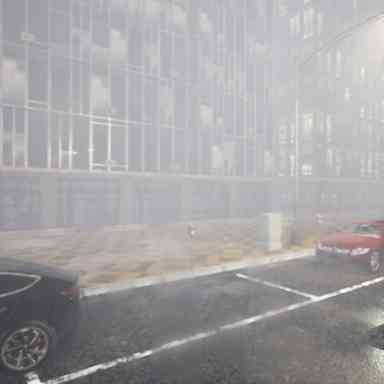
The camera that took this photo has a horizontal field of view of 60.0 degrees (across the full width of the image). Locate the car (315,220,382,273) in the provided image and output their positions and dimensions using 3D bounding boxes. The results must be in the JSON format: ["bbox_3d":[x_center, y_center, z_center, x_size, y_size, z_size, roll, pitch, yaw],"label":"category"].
[{"bbox_3d":[5.729,1.579,10.642,4.206,1.307,1.802,0,0,-36],"label":"car"}]

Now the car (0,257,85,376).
[{"bbox_3d":[-3.538,1.566,4.032,4.313,1.339,1.947,0,0,-36],"label":"car"}]

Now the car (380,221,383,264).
[{"bbox_3d":[6.969,1.475,8.348,5.008,1.535,1.882,0,0,-35],"label":"car"}]
